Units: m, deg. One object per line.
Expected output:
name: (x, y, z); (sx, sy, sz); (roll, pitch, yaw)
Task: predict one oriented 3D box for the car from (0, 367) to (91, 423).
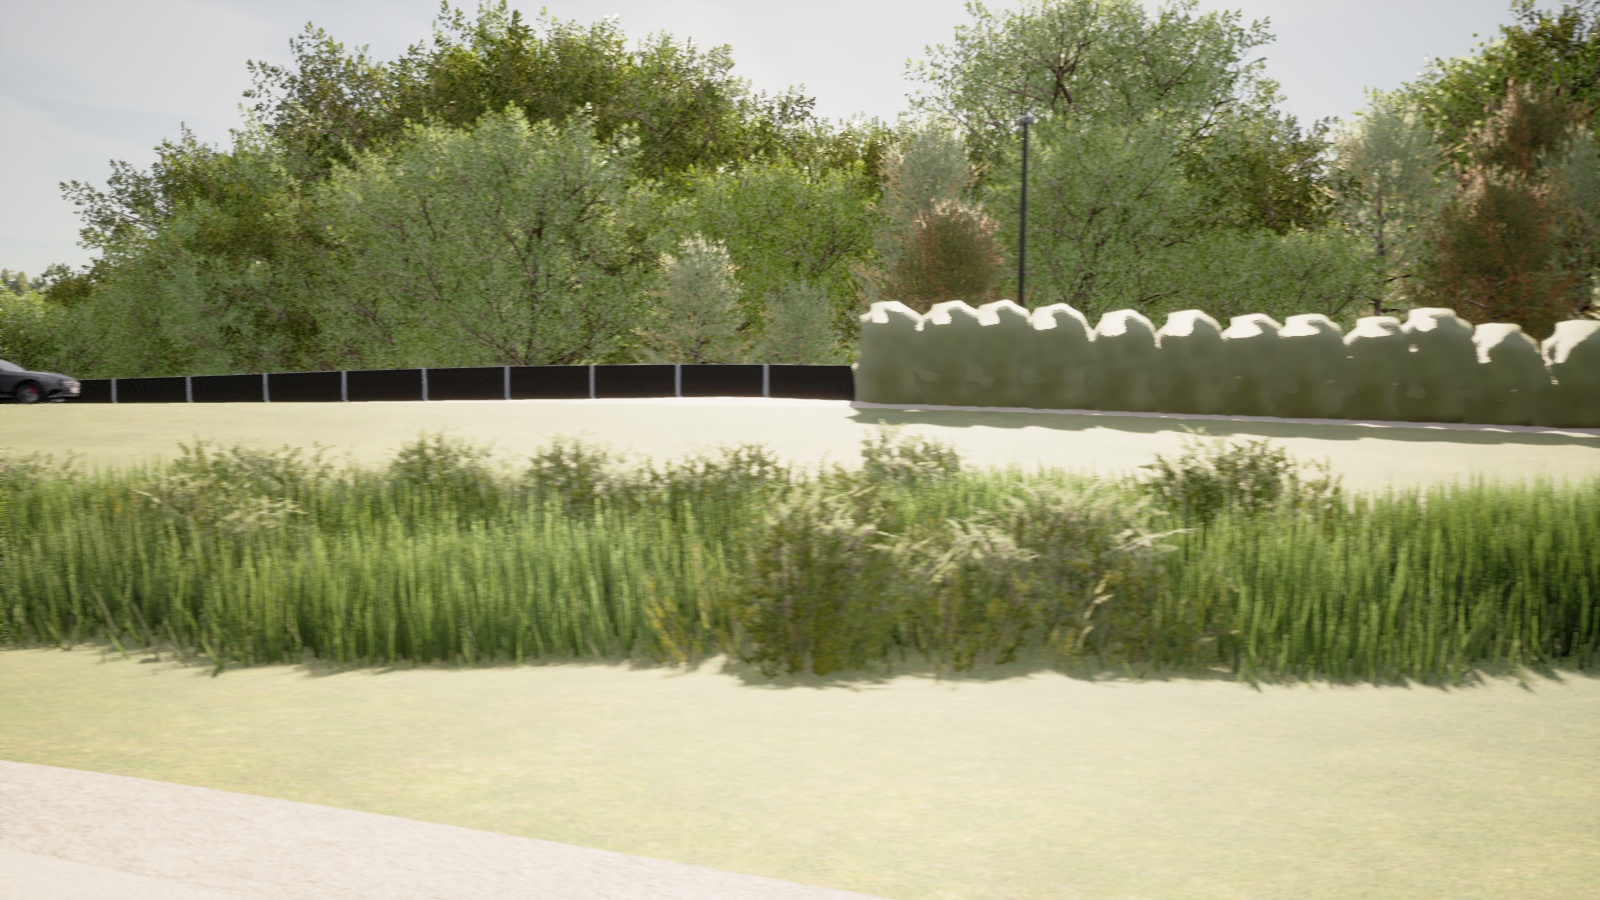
car: (-22.658, -1.473, 34.970); (4.674, 1.442, 1.812); (-2, 1, -5)
